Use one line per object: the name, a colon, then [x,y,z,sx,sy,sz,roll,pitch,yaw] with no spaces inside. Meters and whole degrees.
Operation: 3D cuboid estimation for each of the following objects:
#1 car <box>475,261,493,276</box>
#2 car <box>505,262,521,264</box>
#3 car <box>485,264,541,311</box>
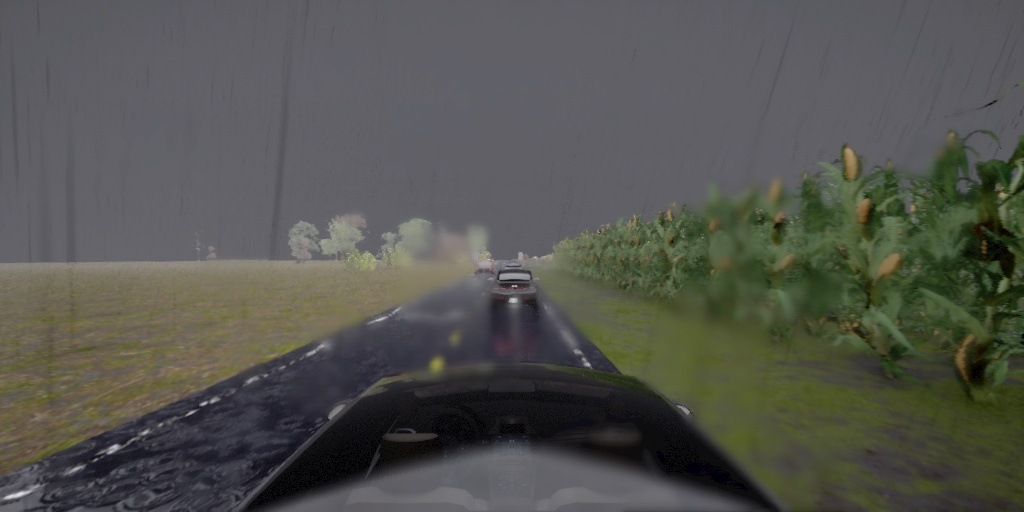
car: [-2.845,1.260,38.685,1.882,1.535,5.008,0,0,0]
car: [0.093,1.265,32.919,2.128,1.511,4.902,0,0,0]
car: [0.097,1.260,14.354,1.837,1.490,4.892,0,0,0]
